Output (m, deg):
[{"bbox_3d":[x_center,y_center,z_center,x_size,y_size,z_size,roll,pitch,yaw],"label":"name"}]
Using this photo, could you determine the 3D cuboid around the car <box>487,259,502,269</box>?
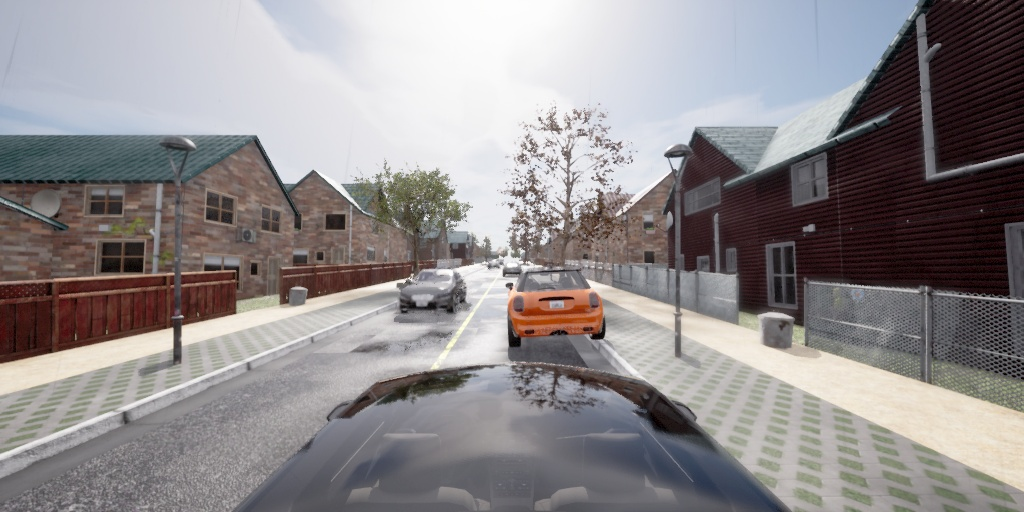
[{"bbox_3d":[-2.899,1.319,57.181,2.128,1.511,4.902,0,0,0],"label":"car"}]

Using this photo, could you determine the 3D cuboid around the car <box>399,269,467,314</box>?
[{"bbox_3d":[-2.862,1.254,13.828,2.128,1.511,4.902,0,0,0],"label":"car"}]

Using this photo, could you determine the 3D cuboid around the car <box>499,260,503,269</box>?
[{"bbox_3d":[0.032,1.359,36.992,1.994,1.385,4.181,0,0,0],"label":"car"}]

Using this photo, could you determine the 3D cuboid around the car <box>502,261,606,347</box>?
[{"bbox_3d":[0.916,1.061,9.500,2.097,1.767,4.553,-3,-1,0],"label":"car"}]
